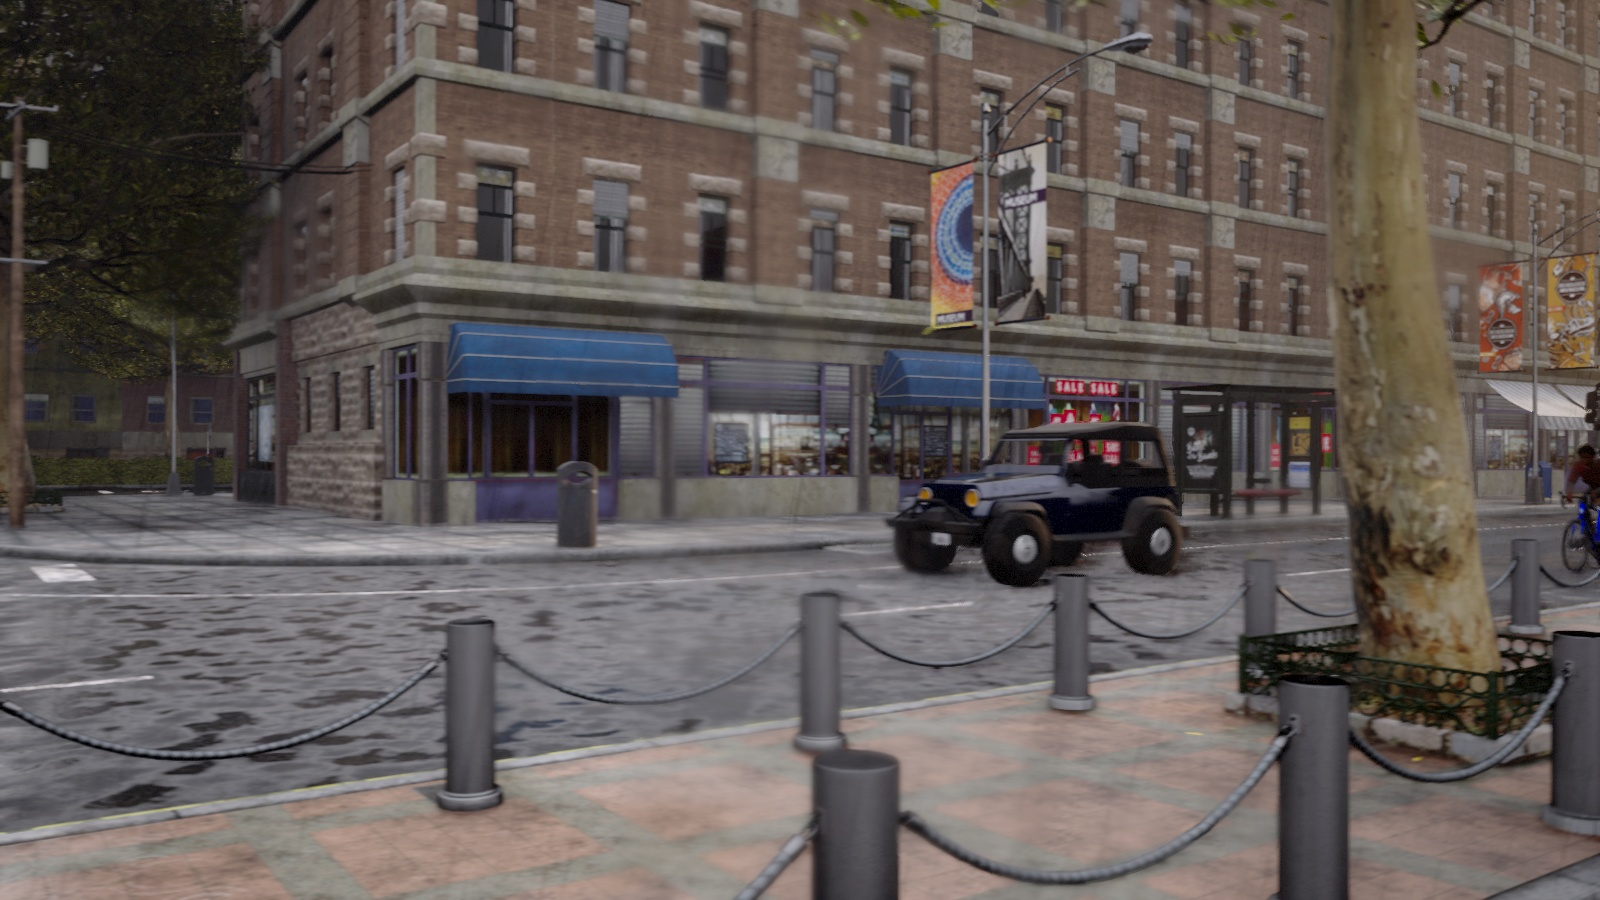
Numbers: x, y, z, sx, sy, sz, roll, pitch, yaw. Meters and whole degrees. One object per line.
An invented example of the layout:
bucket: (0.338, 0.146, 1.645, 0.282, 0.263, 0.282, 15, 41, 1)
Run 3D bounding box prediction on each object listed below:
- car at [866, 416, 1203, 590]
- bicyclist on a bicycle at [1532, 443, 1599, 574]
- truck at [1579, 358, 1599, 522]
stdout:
car: (2.926, 0.572, 15.443, 3.866, 1.878, 1.905, 0, 0, -35)
bicyclist on a bicycle: (10.164, 0.716, 16.216, 1.656, 1.620, 0.582, 0, 0, -35)
truck: (20.662, -0.213, 27.815, 7.936, 3.462, 2.891, 0, 0, -35)
